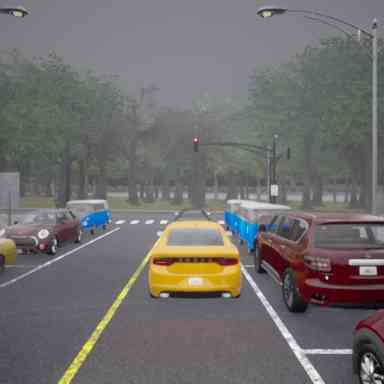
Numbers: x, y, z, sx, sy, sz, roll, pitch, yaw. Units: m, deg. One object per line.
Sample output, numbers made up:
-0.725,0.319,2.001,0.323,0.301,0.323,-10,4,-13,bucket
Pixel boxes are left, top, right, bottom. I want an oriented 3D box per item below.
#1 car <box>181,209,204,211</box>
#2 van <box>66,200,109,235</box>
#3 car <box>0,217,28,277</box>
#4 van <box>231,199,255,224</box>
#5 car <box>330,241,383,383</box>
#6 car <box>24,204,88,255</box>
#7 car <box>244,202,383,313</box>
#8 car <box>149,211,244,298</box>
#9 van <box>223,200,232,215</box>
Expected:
0.030,1.558,17.458,1.994,1.385,4.181,0,0,0,car
-5.795,1.334,18.443,1.690,1.788,3.998,0,0,0,van
-5.776,1.522,7.398,1.752,1.417,4.829,0,0,0,car
2.739,1.336,13.020,1.690,1.788,3.998,0,0,0,van
2.758,1.439,2.145,1.967,1.590,4.097,0,0,0,car
-5.786,1.435,13.005,1.967,1.590,4.097,0,0,0,car
2.749,1.312,7.583,2.192,1.841,5.009,0,0,0,car
0.072,1.474,8.535,1.882,1.535,5.008,0,0,0,car
2.730,1.334,18.458,1.690,1.788,3.998,0,0,0,van
